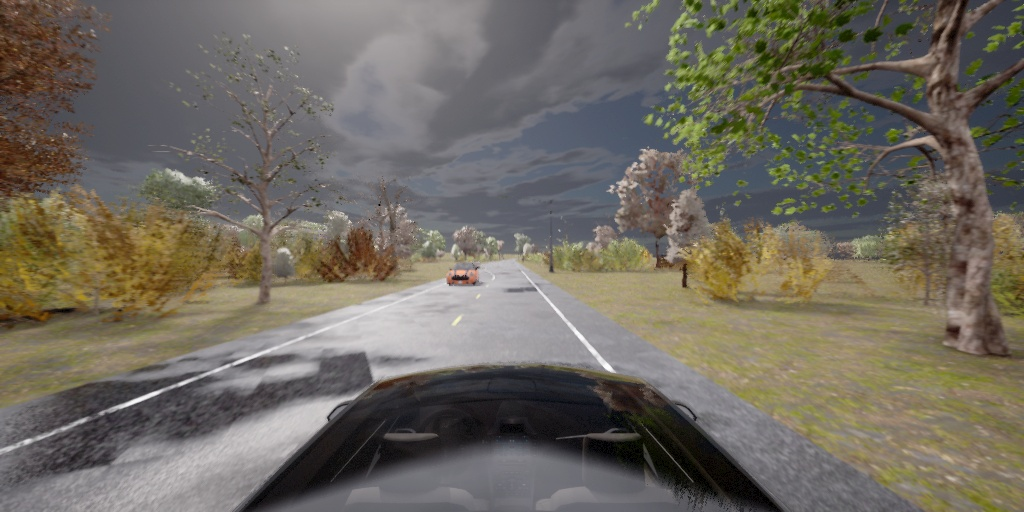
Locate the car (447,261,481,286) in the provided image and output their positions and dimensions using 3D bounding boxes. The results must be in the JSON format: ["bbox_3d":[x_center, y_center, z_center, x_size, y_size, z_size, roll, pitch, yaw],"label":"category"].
[{"bbox_3d":[-3.688,1.308,27.657,2.097,1.767,4.553,0,0,-1],"label":"car"}]
